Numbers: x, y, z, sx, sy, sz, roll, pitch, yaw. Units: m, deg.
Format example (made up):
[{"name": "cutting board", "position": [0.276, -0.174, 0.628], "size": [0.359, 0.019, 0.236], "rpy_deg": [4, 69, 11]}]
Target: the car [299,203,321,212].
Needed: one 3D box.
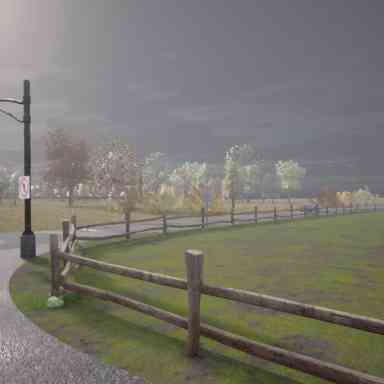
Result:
[{"name": "car", "position": [18.929, 2.448, 52.965], "size": [2.033, 1.411, 5.357], "rpy_deg": [-1, -2, 40]}]
